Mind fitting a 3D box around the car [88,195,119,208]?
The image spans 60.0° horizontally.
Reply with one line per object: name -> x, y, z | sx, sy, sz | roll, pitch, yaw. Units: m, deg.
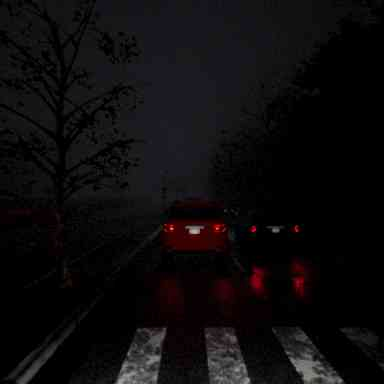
car -> -13.902, 1.496, 47.794 | 5.566, 2.045, 2.435 | -1, 0, -20

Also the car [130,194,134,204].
car -> -13.838, 1.550, 62.734 | 4.553, 1.767, 2.185 | -1, 1, -20

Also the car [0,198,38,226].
car -> -13.855, 1.575, 23.939 | 4.553, 1.767, 2.185 | -1, 0, -20

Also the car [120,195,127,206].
car -> -13.848, 1.467, 53.790 | 5.566, 2.045, 2.435 | -1, 0, -20

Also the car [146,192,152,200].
car -> -14.028, 1.559, 86.654 | 5.366, 1.575, 1.946 | -1, 1, -20

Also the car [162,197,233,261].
car -> 0.087, 1.322, 12.820 | 2.150, 2.045, 5.566 | 0, -1, 0

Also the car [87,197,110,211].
car -> -13.870, 1.795, 44.823 | 4.674, 1.452, 2.002 | -1, 0, -20

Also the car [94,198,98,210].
car -> -13.849, 1.793, 38.866 | 4.792, 1.488, 2.163 | -1, 0, -20

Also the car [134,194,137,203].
car -> -13.860, 1.702, 65.707 | 4.674, 1.452, 2.002 | -1, 1, -20

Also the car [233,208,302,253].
car -> 3.088, 1.468, 14.370 | 2.097, 1.767, 4.553 | 0, -1, 0

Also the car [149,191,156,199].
car -> -13.831, 1.266, 92.745 | 5.566, 2.045, 2.435 | -1, 0, -20

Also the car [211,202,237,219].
car -> 3.092, 1.807, 33.184 | 2.033, 1.411, 5.357 | 0, 0, 0

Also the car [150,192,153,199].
car -> -13.859, 1.578, 89.728 | 4.674, 1.452, 2.002 | -1, 0, -20

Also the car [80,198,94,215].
car -> -13.705, 1.755, 35.939 | 5.366, 1.575, 1.946 | -1, 0, -20

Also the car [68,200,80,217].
car -> -13.905, 1.785, 32.870 | 4.792, 1.488, 2.163 | -1, 0, -20

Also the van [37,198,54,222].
van -> -13.776, 1.497, 26.966 | 4.442, 1.987, 1.878 | -1, -1, -20

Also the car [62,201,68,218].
car -> -13.875, 1.779, 29.897 | 4.674, 1.452, 2.002 | -1, 0, -20

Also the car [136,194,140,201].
car -> -13.838, 1.677, 68.725 | 4.792, 1.488, 2.163 | -1, 0, -20

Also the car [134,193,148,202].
car -> -13.833, 1.620, 80.731 | 4.792, 1.488, 2.163 | -1, 0, -20

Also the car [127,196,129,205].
car -> -13.863, 1.706, 56.760 | 4.892, 1.521, 2.231 | -1, 1, -20
